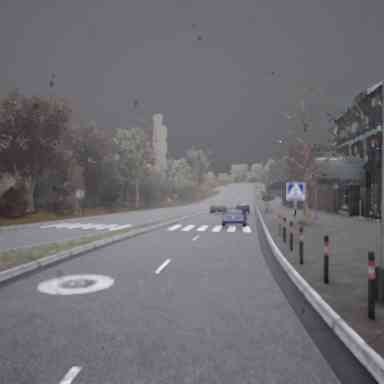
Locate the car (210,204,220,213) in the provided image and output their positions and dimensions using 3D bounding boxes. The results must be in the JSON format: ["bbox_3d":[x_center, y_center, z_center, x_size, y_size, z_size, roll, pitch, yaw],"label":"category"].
[{"bbox_3d":[3.678,2.268,45.835,1.895,1.301,4.718,0,-1,11],"label":"car"}]

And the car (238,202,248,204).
[{"bbox_3d":[7.051,2.183,46.195,1.882,1.535,5.008,0,-1,11],"label":"car"}]

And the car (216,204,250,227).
[{"bbox_3d":[3.350,1.898,25.936,2.033,1.411,5.357,0,-1,10],"label":"car"}]
